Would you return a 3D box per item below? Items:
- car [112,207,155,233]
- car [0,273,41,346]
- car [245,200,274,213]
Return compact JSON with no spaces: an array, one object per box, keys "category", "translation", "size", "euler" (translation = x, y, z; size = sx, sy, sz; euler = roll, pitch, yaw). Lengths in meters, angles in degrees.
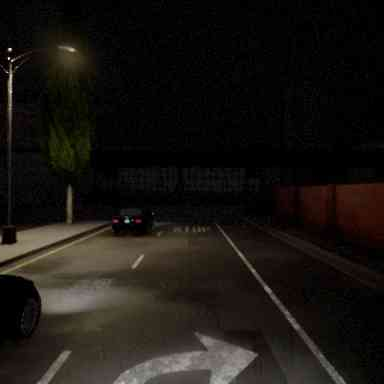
[{"category":"car","translation":[-3.403,1.585,19.923],"size":[2.033,1.411,5.357],"euler":[0,0,0]},{"category":"car","translation":[-3.399,1.532,3.577],"size":[1.812,1.442,4.674],"euler":[0,0,0]},{"category":"car","translation":[8.171,1.594,36.817],"size":[4.674,1.442,1.812],"euler":[0,0,-1]}]
